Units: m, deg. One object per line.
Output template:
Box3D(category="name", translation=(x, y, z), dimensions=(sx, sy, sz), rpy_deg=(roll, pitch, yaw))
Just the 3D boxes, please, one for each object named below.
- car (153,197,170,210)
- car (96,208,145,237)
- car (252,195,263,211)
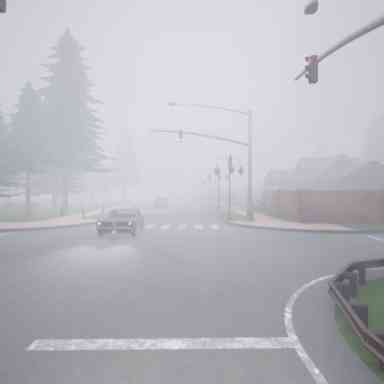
Box3D(category="car", translation=(-3.930, 1.438, 43.085), dimensions=(1.837, 1.490, 4.892), rpy_deg=(0, 0, 0))
Box3D(category="car", translation=(-3.722, 1.579, 17.923), dimensions=(1.895, 1.301, 4.718), rpy_deg=(0, 0, -1))
Box3D(category="car", translation=(8.940, 1.140, 36.767), dimensions=(4.605, 1.855, 1.932), rpy_deg=(0, 0, 0))
